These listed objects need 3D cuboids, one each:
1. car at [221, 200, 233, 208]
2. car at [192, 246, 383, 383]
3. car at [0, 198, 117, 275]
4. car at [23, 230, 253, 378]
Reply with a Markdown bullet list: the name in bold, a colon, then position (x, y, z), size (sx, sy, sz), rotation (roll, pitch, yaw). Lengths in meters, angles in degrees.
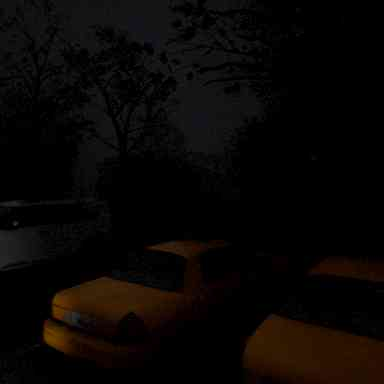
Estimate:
- **car**: position (5.160, 1.790, 49.254), size (4.718, 1.301, 1.895), rotation (-1, -1, -14)
- **car**: position (2.376, 1.475, 4.358), size (1.946, 1.575, 5.366), rotation (0, 0, 36)
- **car**: position (-4.568, 1.223, 9.052), size (2.435, 2.045, 5.566), rotation (-1, 0, 35)
- **car**: position (0.210, 1.467, 5.905), size (1.946, 1.575, 5.366), rotation (0, 0, 36)
